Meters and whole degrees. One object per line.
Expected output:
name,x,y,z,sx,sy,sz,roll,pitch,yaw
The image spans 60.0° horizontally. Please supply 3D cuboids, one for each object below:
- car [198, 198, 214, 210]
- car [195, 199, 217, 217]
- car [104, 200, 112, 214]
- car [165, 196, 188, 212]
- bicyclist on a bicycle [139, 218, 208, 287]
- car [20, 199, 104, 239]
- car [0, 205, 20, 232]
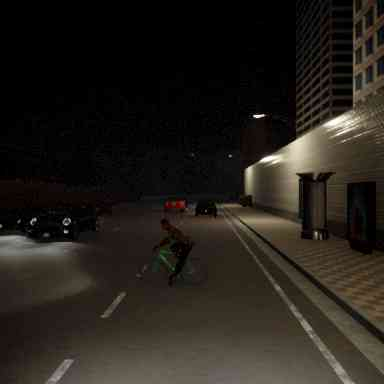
car,1.840,1.563,43.730,1.994,1.385,4.181,0,0,3
car,1.322,1.477,31.166,1.882,1.535,5.008,0,0,2
car,-9.266,1.492,32.730,2.128,1.511,4.902,0,0,3
car,-1.891,1.351,38.677,2.097,1.767,4.553,0,0,3
bicyclist on a bicycle,-0.453,1.450,7.908,1.656,1.620,0.582,-2,0,2
car,-6.438,1.352,17.156,2.097,1.767,4.553,0,0,3
car,-9.820,1.503,19.709,1.837,1.490,4.892,0,0,3
